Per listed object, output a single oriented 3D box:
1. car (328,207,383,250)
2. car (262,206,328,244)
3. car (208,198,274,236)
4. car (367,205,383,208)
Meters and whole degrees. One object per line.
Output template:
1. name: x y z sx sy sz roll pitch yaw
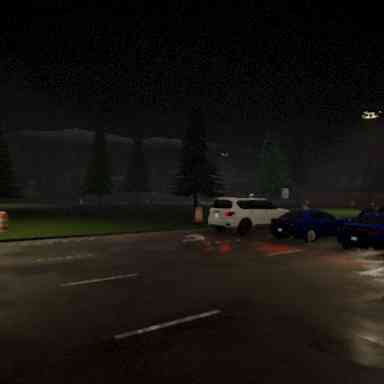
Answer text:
1. car: 8.124 1.615 13.970 5.008 1.535 1.882 0 0 -35
2. car: 6.087 1.615 16.815 5.008 1.535 1.882 0 0 -35
3. car: 3.530 1.349 19.608 5.566 2.045 2.150 1 0 -35
4. car: 16.054 1.841 28.421 4.181 1.385 1.994 1 0 -35
